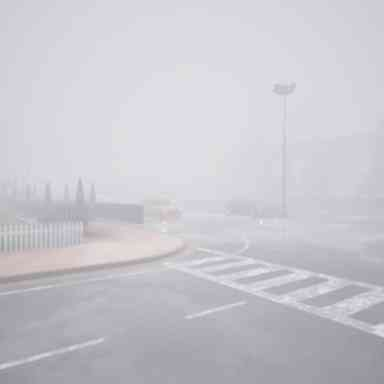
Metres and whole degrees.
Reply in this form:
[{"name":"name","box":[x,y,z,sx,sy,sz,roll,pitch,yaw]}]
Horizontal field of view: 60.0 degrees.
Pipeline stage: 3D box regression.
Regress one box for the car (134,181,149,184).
[{"name":"car","box":[-11.412,-1.524,68.697,2.097,1.767,4.553,0,7,-37]}]

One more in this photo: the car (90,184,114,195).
[{"name":"car","box":[-15.907,-0.401,57.179,2.033,1.411,5.357,0,7,-37]}]

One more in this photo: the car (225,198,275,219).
[{"name":"car","box":[5.026,1.348,29.260,2.097,1.767,4.553,0,0,-37]}]

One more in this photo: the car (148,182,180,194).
[{"name":"car","box":[-5.184,-0.268,60.392,2.150,2.045,5.566,0,6,-37]}]

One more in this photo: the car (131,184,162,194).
[{"name":"car","box":[-7.989,0.060,58.299,2.033,1.411,5.357,0,6,-37]}]

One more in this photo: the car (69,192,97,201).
[{"name":"car","box":[-14.561,0.862,43.581,1.895,1.301,4.718,0,4,-37]}]

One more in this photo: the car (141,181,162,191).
[{"name":"car","box":[-8.643,-1.359,70.838,2.128,1.511,4.902,0,7,-37]}]

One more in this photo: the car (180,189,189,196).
[{"name":"car","box":[-2.657,0.064,62.857,1.895,1.301,4.718,0,7,-37]}]

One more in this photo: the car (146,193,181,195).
[{"name":"car","box":[-3.252,1.295,40.187,1.882,1.535,5.008,0,3,-37]}]

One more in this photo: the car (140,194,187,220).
[{"name":"car","box":[-2.706,1.344,27.870,2.097,1.767,4.553,0,0,-37]}]

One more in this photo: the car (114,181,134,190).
[{"name":"car","box":[-14.245,-1.299,66.640,1.882,1.535,5.008,0,7,-37]}]

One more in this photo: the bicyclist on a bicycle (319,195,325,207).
[{"name":"bicyclist on a bicycle","box":[18.618,1.294,47.718,1.656,1.620,0.582,0,0,-37]}]
